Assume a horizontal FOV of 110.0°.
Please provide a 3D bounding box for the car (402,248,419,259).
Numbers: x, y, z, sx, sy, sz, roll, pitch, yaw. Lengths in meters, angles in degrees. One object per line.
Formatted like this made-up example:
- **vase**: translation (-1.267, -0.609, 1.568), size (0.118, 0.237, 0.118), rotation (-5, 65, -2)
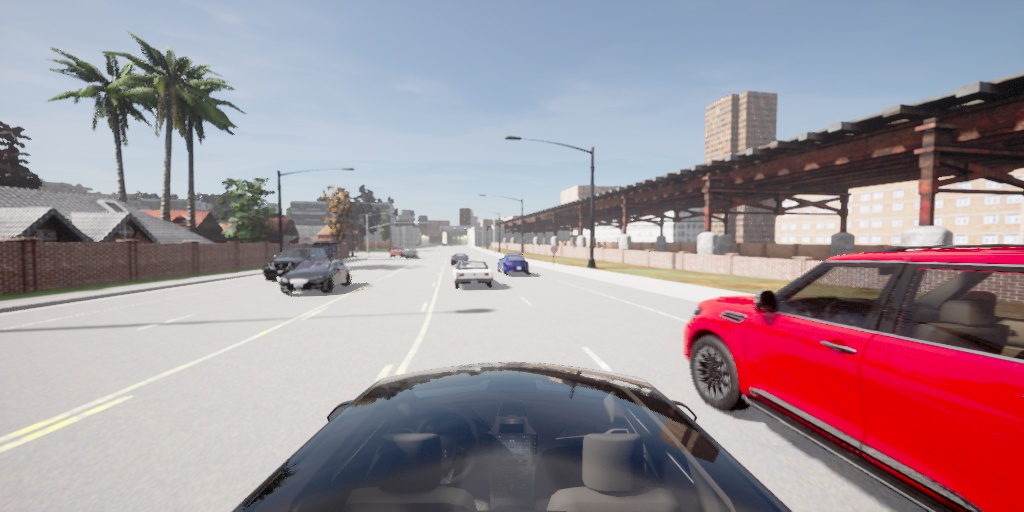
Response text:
- **car**: translation (-16.195, -0.252, 58.188), size (1.837, 1.490, 4.892), rotation (-1, 2, -9)

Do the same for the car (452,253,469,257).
- **car**: translation (-5.567, 0.360, 38.729), size (1.994, 1.385, 4.181), rotation (-1, 2, -10)

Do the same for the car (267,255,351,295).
- **car**: translation (-9.109, 0.886, 17.004), size (2.128, 1.511, 4.902), rotation (-1, 2, -10)

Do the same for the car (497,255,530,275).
- **car**: translation (0.067, 0.607, 26.717), size (1.812, 1.442, 4.674), rotation (-1, 1, -10)

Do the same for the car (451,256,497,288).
- **car**: translation (-2.199, 0.890, 19.383), size (1.895, 1.301, 4.718), rotation (-1, 2, -10)

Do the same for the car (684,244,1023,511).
- **car**: translation (3.614, 0.931, 2.766), size (2.150, 2.045, 5.566), rotation (0, 2, -2)

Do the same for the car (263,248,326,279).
- **car**: translation (-13.750, 0.478, 23.272), size (2.150, 2.045, 5.566), rotation (-1, 2, -10)
